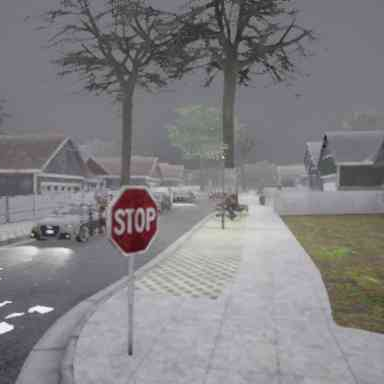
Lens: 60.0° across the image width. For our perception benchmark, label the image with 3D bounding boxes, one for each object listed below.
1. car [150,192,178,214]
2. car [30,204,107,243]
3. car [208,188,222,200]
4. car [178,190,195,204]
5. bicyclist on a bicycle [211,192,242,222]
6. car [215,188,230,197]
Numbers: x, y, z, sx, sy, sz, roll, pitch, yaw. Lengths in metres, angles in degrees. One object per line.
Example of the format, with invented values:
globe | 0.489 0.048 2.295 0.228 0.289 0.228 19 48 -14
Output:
car | -2.831 0.760 25.159 2.128 1.511 4.902 1 2 10
car | -4.856 1.209 14.135 1.994 1.385 4.181 1 2 10
car | 3.272 0.341 43.207 1.895 1.301 4.718 1 2 10
car | -0.872 0.494 36.267 1.994 1.385 4.181 1 2 10
bicyclist on a bicycle | 1.869 0.819 18.001 1.656 1.620 0.582 0 2 10
car | 4.938 0.074 53.075 1.895 1.301 4.718 1 2 10
